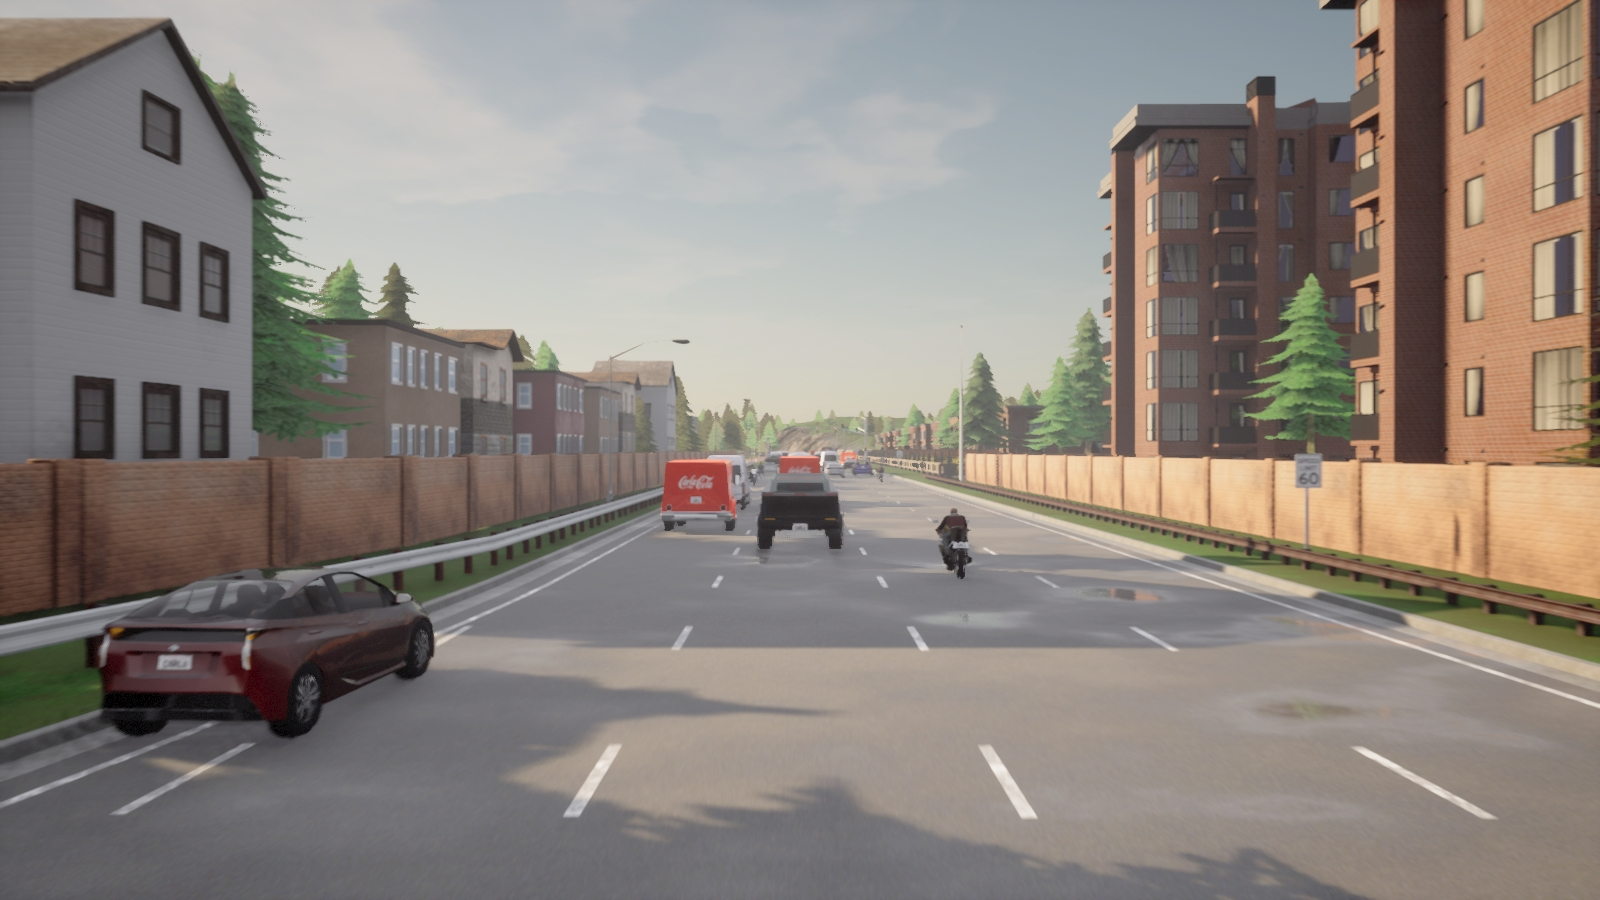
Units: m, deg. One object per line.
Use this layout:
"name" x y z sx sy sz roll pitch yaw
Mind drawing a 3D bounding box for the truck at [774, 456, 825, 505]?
"truck" -0.008 1.568 61.185 2.627 2.467 5.204 0 0 0

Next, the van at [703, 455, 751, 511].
"van" -3.512 1.535 55.858 1.988 2.561 5.915 0 0 0

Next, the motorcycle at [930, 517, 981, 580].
"motorcycle" 3.499 2.205 25.899 0.867 1.251 2.209 0 0 0

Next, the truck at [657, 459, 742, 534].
"truck" -3.499 1.571 40.947 2.627 2.467 5.204 0 0 0

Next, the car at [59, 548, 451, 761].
"car" -5.630 2.040 12.601 2.007 1.525 4.514 0 0 3

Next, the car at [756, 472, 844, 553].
"car" 0.003 1.754 34.261 2.390 2.098 6.274 0 0 0
